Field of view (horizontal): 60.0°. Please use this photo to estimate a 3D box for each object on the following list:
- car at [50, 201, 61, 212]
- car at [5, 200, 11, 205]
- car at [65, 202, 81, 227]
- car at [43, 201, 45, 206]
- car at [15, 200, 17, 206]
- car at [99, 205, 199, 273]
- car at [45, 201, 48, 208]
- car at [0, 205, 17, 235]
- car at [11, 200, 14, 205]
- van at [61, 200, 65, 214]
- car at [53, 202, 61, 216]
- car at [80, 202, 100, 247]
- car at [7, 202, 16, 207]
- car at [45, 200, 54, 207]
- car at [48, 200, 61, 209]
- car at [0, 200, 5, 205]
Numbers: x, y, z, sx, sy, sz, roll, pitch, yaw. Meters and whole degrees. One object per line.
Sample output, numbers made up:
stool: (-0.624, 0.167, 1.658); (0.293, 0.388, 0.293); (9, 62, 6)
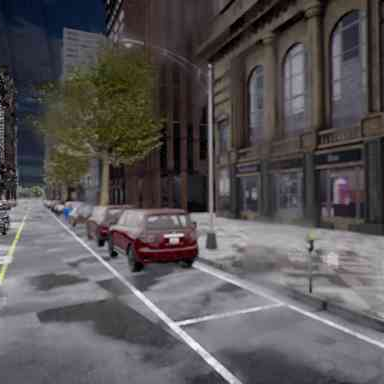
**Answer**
car: (-18.508, 2.344, 47.068); (1.947, 1.339, 4.313); (0, -1, -25)
car: (-31.063, 2.308, 53.591); (2.192, 1.841, 5.009); (0, -1, -25)
car: (-8.802, 1.856, 26.712); (1.967, 1.590, 4.097); (0, -1, -25)
car: (-33.067, 2.955, 77.608); (1.802, 1.307, 4.206); (0, -1, -25)
car: (-43.192, 3.060, 79.034); (1.947, 1.339, 4.313); (0, -1, -25)
car: (-1.524, 1.471, 11.444); (2.192, 1.841, 5.009); (0, -1, -25)
car: (-28.214, 2.738, 67.429); (1.947, 1.339, 4.313); (0, -1, -25)
car: (-12.538, 1.863, 20.935); (2.128, 1.511, 4.902); (0, -1, -25)
car: (-35.915, 2.505, 63.769); (2.192, 1.841, 5.009); (0, -1, -25)
van: (-11.230, 1.844, 31.803); (1.690, 1.788, 3.998); (0, -1, -25)
car: (-16.082, 2.264, 41.980); (1.802, 1.307, 4.206); (0, -1, -25)
car: (-3.950, 1.557, 16.533); (2.192, 1.841, 5.009); (0, -1, -25)
car: (-45.606, 3.172, 84.098); (1.947, 1.339, 4.313); (0, -1, -25)
car: (-35.496, 2.916, 82.701); (1.967, 1.590, 4.097); (0, -1, -25)
car: (-20.937, 2.191, 52.163); (2.192, 1.841, 5.009); (0, -1, -25)
car: (-26.210, 2.111, 43.412); (2.192, 1.841, 5.009); (0, -1, -25)
